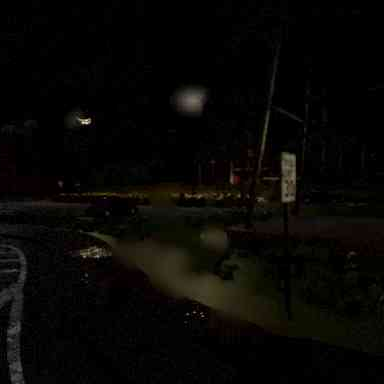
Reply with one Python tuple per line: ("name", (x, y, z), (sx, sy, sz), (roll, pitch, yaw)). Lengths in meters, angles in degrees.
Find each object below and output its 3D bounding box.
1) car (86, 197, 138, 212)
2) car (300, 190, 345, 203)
("car", (-5.890, 1.085, 24.684), (1.784, 1.438, 3.905), (0, 1, 35))
("car", (14.534, 0.568, 37.318), (4.892, 1.490, 1.837), (-1, 1, 35))
